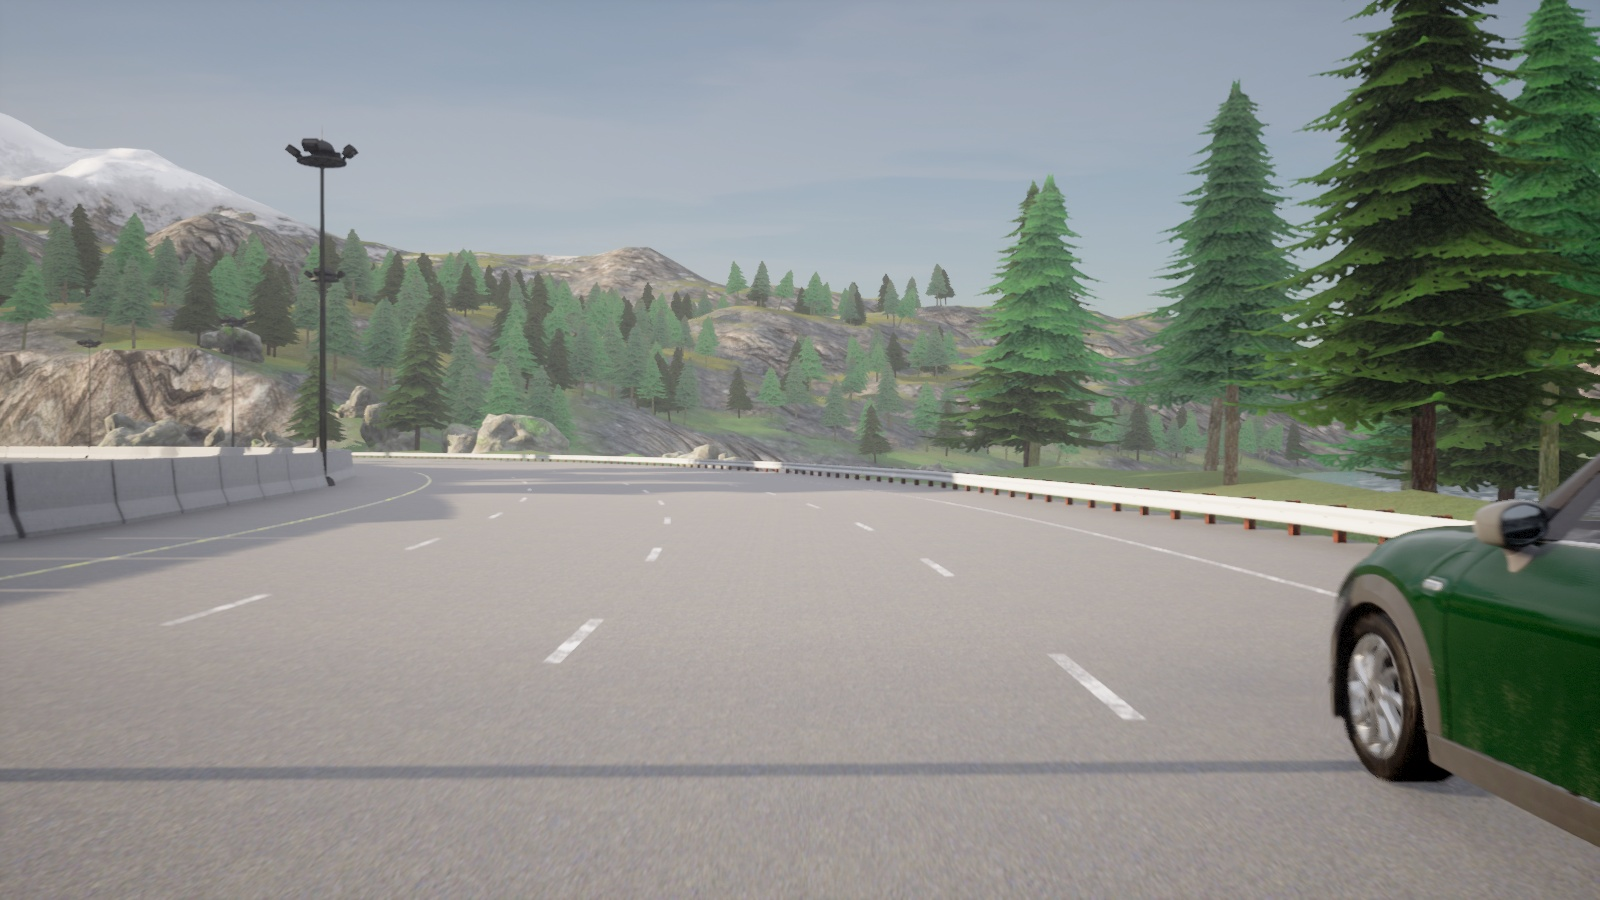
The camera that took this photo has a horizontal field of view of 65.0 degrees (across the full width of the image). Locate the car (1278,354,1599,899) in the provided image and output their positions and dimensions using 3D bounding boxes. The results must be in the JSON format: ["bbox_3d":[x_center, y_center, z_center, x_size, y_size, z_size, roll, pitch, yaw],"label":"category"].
[{"bbox_3d":[3.540,0.583,4.293,2.097,1.767,4.553,0,0,0],"label":"car"}]
